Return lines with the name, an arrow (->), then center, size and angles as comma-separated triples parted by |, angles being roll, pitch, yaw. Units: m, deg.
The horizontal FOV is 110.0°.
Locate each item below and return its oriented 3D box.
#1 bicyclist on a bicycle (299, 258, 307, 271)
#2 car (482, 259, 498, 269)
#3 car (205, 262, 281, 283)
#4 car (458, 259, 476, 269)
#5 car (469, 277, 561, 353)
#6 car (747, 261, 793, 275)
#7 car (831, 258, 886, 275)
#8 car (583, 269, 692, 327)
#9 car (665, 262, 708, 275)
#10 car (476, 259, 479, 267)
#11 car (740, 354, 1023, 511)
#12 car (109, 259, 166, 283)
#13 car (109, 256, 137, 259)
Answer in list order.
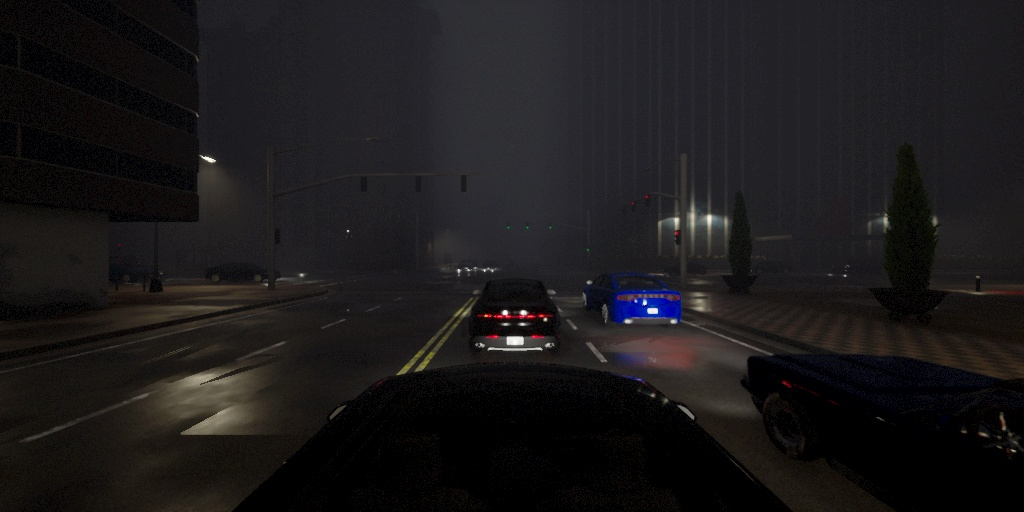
bicyclist on a bicycle -> -26.443, 1.049, 45.393 | 0.582, 1.620, 1.656 | 0, 0, -1
car -> -3.620, 1.311, 57.134 | 1.994, 1.385, 4.181 | 0, 0, 0
car -> -20.513, 1.226, 27.477 | 5.008, 1.535, 1.882 | 0, 0, -2
car -> -7.119, 1.273, 55.262 | 1.812, 1.442, 4.674 | 0, 0, 0
car -> 0.059, 1.256, 8.826 | 1.837, 1.490, 4.892 | 0, 0, 0
car -> 27.538, 1.253, 38.683 | 4.892, 1.490, 1.837 | 0, 0, -1
car -> 37.371, 1.100, 38.776 | 4.553, 1.767, 2.097 | 0, 0, 0
car -> 3.575, 1.227, 11.527 | 1.882, 1.535, 5.008 | 0, 0, 0
car -> 18.686, 1.312, 38.589 | 4.181, 1.385, 1.994 | 0, 0, -1
car -> -7.095, 1.252, 64.519 | 1.837, 1.490, 4.892 | 0, 0, 0
car -> 3.600, 1.351, 2.034 | 1.895, 1.301, 4.718 | 0, 0, 0
car -> -30.081, 1.226, 27.388 | 5.008, 1.535, 1.882 | 0, 0, 0
car -> -42.705, 0.970, 37.911 | 5.566, 2.045, 2.150 | 0, 0, 1
